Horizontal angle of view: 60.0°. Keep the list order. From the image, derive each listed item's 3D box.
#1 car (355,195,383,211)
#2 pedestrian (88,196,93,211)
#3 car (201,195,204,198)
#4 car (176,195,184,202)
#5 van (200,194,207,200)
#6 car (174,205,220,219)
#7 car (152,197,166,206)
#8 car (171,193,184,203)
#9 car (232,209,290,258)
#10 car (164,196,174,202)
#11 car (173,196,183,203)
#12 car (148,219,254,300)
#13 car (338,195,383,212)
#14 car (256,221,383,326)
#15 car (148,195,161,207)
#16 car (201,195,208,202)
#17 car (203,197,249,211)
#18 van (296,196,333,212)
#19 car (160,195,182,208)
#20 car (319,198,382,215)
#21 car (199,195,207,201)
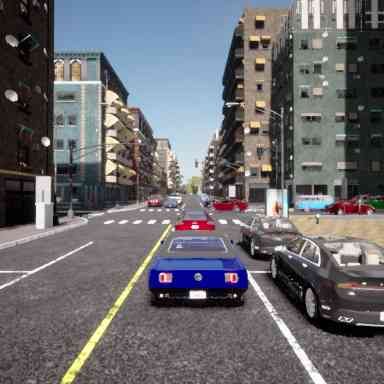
[{"bbox_3d":[19.236,1.227,34.878,4.553,1.767,2.097,0,-1,1],"label":"car"},{"bbox_3d":[-12.421,1.347,40.729,0.375,1.860,0.375,0,0,1],"label":"pedestrian"},{"bbox_3d":[2.849,1.603,56.294,1.802,1.307,4.206,1,0,0],"label":"car"},{"bbox_3d":[-2.791,1.532,79.061,1.837,1.490,4.892,0,0,0],"label":"car"},{"bbox_3d":[2.911,1.373,78.580,1.690,1.788,3.998,1,0,0],"label":"van"},{"bbox_3d":[0.140,1.570,17.210,1.994,1.385,4.181,0,0,0],"label":"car"},{"bbox_3d":[-5.530,1.566,56.357,1.887,1.381,4.507,1,0,0],"label":"car"},{"bbox_3d":[-2.923,1.244,58.710,2.150,2.045,5.566,0,0,1],"label":"car"},{"bbox_3d":[2.863,1.555,12.530,2.008,1.369,4.403,1,0,0],"label":"car"},{"bbox_3d":[-5.471,1.597,78.641,1.947,1.339,4.313,1,0,0],"label":"car"},{"bbox_3d":[-2.827,1.591,68.652,1.994,1.385,4.181,0,0,0],"label":"car"},{"bbox_3d":[0.121,1.603,8.347,1.895,1.301,4.718,0,0,0],"label":"car"},{"bbox_3d":[19.390,1.228,37.460,5.009,1.841,2.192,0,0,1],"label":"car"},{"bbox_3d":[2.848,1.553,6.961,2.008,1.369,4.403,1,0,0],"label":"car"},{"bbox_3d":[-5.541,1.334,50.786,2.192,1.841,5.009,1,0,0],"label":"car"},{"bbox_3d":[2.835,1.585,50.724,1.947,1.339,4.313,1,0,0],"label":"car"},{"bbox_3d":[4.034,1.547,36.977,4.674,1.442,1.812,-1,0,28],"label":"car"},{"bbox_3d":[13.863,1.296,37.514,3.998,1.788,1.690,0,0,1],"label":"van"},{"bbox_3d":[-2.974,1.565,48.709,2.033,1.411,5.357,0,0,1],"label":"car"},{"bbox_3d":[13.780,1.413,29.133,4.206,1.307,1.802,0,0,1],"label":"car"},{"bbox_3d":[2.938,1.581,89.721,1.887,1.381,4.507,1,0,0],"label":"car"}]
